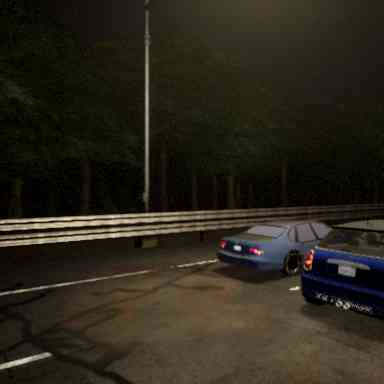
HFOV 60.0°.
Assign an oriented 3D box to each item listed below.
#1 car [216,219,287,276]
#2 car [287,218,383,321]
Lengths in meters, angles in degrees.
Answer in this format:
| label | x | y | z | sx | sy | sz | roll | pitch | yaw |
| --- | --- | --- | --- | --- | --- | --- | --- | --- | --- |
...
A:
| label | x | y | z | sx | sy | sz | roll | pitch | yaw |
| --- | --- | --- | --- | --- | --- | --- | --- | --- | --- |
| car | 3.260 | 1.550 | 10.372 | 5.357 | 1.411 | 2.033 | 0 | 0 | -36 |
| car | 4.340 | 1.355 | 6.843 | 4.553 | 1.767 | 2.097 | 0 | 0 | -35 |
